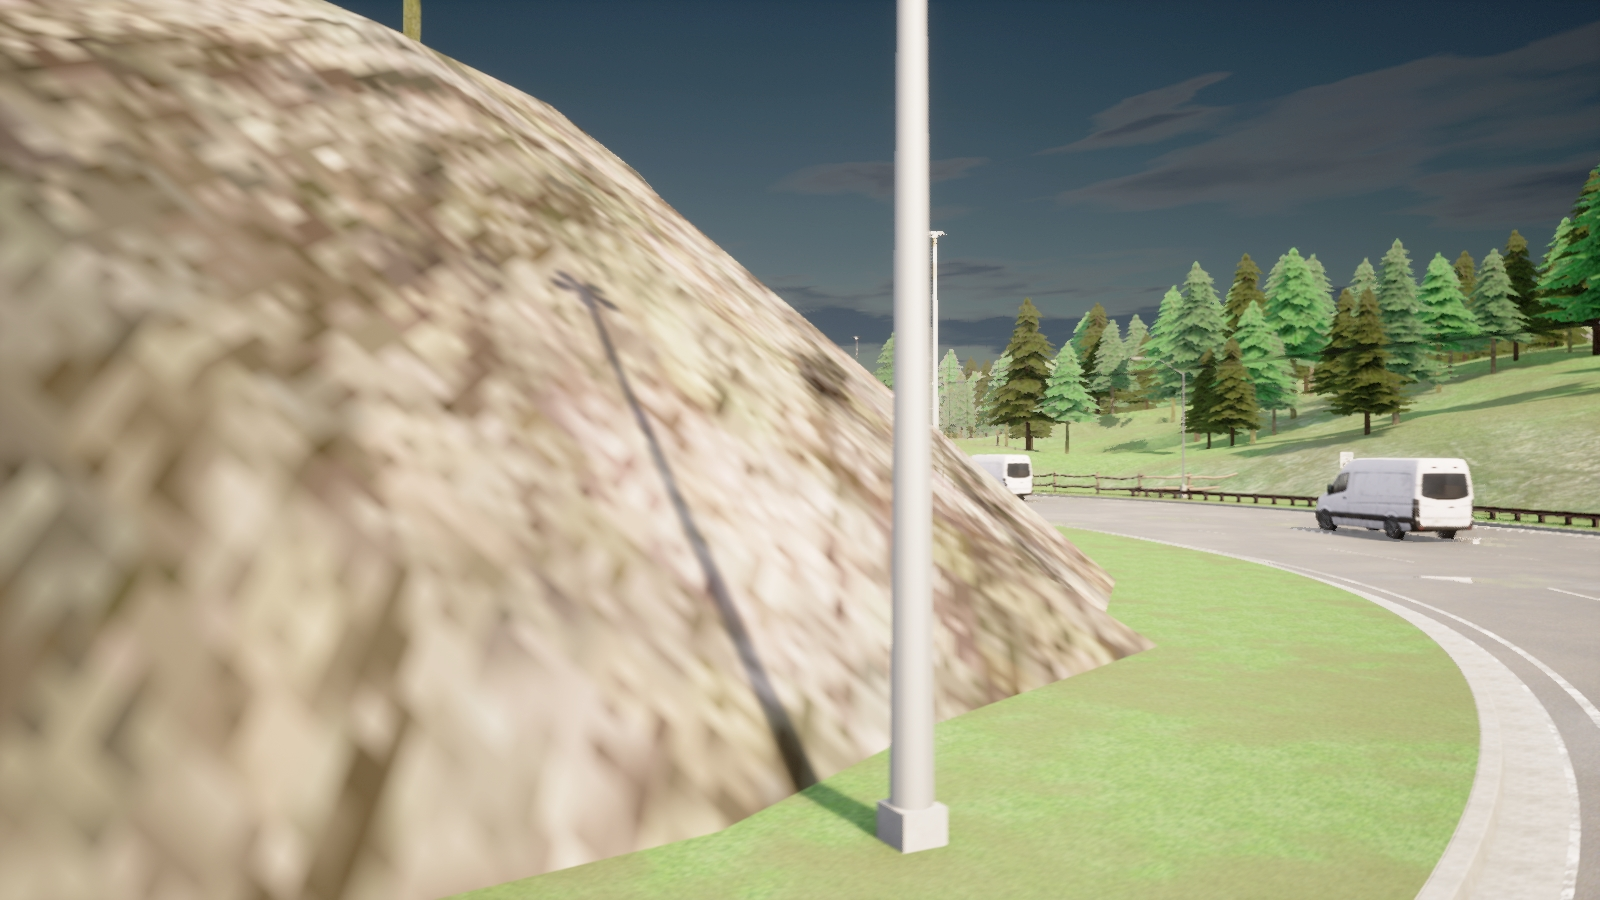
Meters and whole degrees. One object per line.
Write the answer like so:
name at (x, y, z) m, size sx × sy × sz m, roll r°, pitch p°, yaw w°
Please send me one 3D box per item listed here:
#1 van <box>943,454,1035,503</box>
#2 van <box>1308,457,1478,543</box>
van at (10.485, 1.538, 63.863) m, size 1.988 × 2.561 × 5.915 m, roll 0°, pitch 0°, yaw -26°
van at (19.267, 1.536, 37.525) m, size 1.988 × 2.561 × 5.915 m, roll 0°, pitch 0°, yaw -6°
